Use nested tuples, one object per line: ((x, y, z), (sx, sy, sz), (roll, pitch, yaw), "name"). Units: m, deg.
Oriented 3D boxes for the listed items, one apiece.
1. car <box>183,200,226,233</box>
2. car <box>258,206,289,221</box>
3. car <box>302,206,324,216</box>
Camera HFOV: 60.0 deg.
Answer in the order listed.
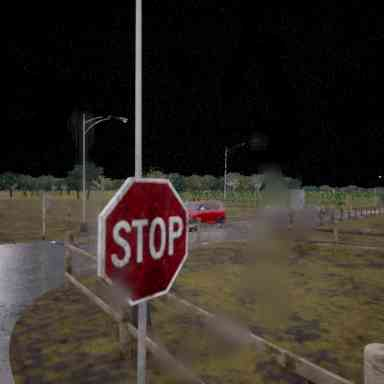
((0.300, 1.609, 23.296), (2.150, 2.045, 5.566), (1, -1, 37), "car")
((8.483, 2.207, 34.273), (1.837, 1.490, 4.892), (1, -1, 37), "car")
((16.273, 2.605, 44.633), (1.994, 1.385, 4.181), (1, -1, 37), "car")
